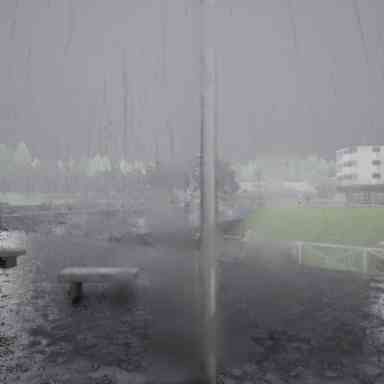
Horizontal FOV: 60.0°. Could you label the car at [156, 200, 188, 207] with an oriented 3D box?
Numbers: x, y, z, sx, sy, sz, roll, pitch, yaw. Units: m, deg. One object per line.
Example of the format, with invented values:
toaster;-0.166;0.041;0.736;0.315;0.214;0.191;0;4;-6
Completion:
car;-2.456;1.691;43.525;1.895;1.301;4.718;0;0;36
